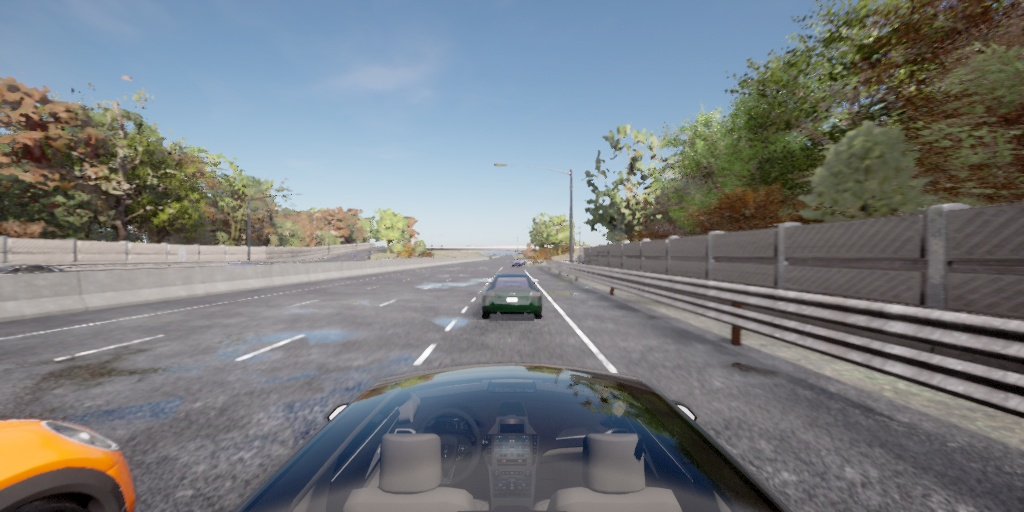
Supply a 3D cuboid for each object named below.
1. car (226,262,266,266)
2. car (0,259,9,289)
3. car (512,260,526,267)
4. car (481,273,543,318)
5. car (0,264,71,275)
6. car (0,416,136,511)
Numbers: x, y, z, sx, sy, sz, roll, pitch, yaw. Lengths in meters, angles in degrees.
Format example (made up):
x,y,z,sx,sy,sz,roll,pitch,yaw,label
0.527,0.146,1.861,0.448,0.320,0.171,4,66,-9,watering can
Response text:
x,y,z,sx,sy,sz,roll,pitch,yaw,label
-21.082,1.282,28.818,2.033,1.411,5.357,0,0,0,car
-31.569,1.090,19.485,2.097,1.767,4.553,0,0,0,car
1.331,1.344,63.544,1.895,1.301,4.718,0,-1,10,car
0.003,1.301,12.883,1.994,1.385,4.181,0,0,0,car
-28.074,1.243,20.141,1.837,1.490,4.892,0,0,0,car
-3.400,1.105,0.307,2.097,1.767,4.553,0,0,0,car
